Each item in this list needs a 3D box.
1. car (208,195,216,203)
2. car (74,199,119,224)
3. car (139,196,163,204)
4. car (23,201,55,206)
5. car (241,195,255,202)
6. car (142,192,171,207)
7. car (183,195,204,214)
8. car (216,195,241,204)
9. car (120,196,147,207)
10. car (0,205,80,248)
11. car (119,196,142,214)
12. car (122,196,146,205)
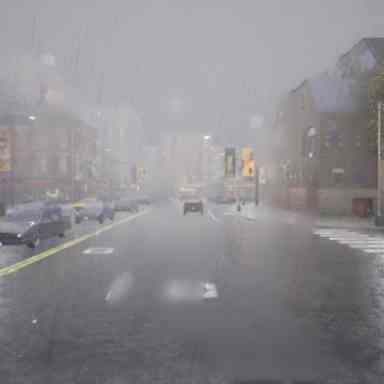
[{"bbox_3d":[4.806,1.324,62.784,1.837,1.490,4.892,0,0,36],"label":"car"},{"bbox_3d":[-7.004,1.455,24.395,1.812,1.442,4.674,0,0,0],"label":"car"},{"bbox_3d":[-7.544,1.416,61.798,1.895,1.301,4.718,0,0,30],"label":"car"},{"bbox_3d":[-10.514,1.412,22.533,1.882,1.535,5.008,0,0,0],"label":"car"},{"bbox_3d":[11.647,1.349,70.495,4.181,1.385,1.994,0,0,-39],"label":"car"},{"bbox_3d":[-5.011,1.068,49.565,2.150,2.045,5.566,0,2,18],"label":"car"},{"bbox_3d":[0.199,1.380,33.627,1.882,1.535,5.008,0,0,1],"label":"car"},{"bbox_3d":[6.360,1.396,58.172,1.994,1.385,4.181,0,0,29],"label":"car"},{"bbox_3d":[-8.639,1.404,49.558,2.033,1.411,5.357,0,0,14],"label":"car"},{"bbox_3d":[-7.057,1.504,14.823,2.033,1.411,5.357,0,0,0],"label":"car"},{"bbox_3d":[-6.849,1.405,34.471,1.837,1.490,4.892,0,0,2],"label":"car"},{"bbox_3d":[-9.724,1.357,56.499,2.002,1.452,4.674,0,0,20],"label":"car"}]
